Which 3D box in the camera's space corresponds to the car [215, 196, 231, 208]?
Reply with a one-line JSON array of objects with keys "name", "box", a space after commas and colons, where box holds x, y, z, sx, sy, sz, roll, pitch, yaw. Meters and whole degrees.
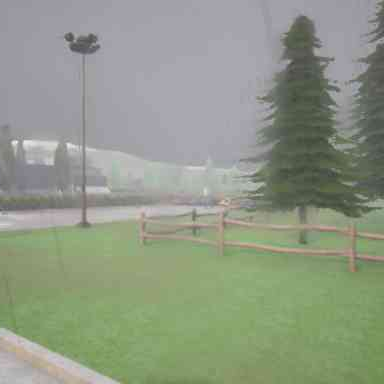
[{"name": "car", "box": [6.147, 1.624, 52.504, 1.882, 1.535, 5.008, 0, 0, 37]}]

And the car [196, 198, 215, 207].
[{"name": "car", "box": [3.349, 1.661, 54.604, 2.128, 1.511, 4.902, 0, 0, 37]}]

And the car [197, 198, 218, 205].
[{"name": "car", "box": [3.201, 1.811, 66.320, 1.895, 1.301, 4.718, 0, 0, 36]}]

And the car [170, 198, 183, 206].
[{"name": "car", "box": [-1.956, 1.779, 59.199, 1.994, 1.385, 4.181, 0, 0, 37]}]

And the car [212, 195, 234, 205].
[{"name": "car", "box": [5.985, 1.540, 64.201, 2.097, 1.767, 4.553, 0, 0, 36]}]

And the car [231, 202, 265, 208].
[{"name": "car", "box": [8.459, 1.672, 49.747, 2.033, 1.411, 5.357, 0, 0, 37]}]

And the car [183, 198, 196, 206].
[{"name": "car", "box": [0.950, 1.756, 57.233, 1.994, 1.385, 4.181, 0, 0, 36]}]

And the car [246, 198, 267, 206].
[{"name": "car", "box": [11.663, 1.743, 60.104, 1.895, 1.301, 4.718, 0, 0, 36]}]
